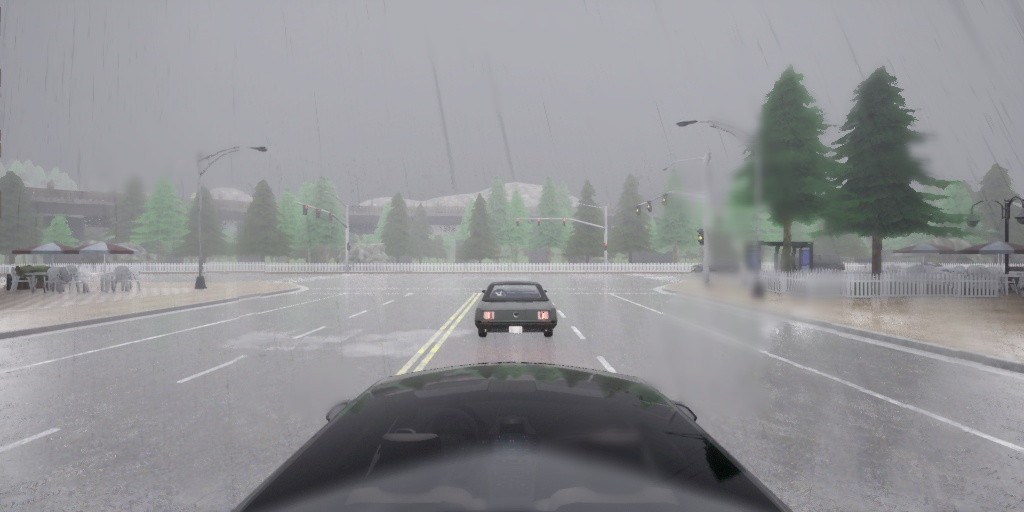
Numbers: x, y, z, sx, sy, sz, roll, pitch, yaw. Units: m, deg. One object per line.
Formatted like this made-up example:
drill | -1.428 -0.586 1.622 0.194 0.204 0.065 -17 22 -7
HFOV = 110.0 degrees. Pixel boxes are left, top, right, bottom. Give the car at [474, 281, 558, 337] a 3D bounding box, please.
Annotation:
car | 0.074 1.351 10.216 1.895 1.301 4.718 0 0 0

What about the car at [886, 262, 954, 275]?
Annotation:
car | 41.808 1.295 36.746 4.718 1.301 1.895 0 0 10

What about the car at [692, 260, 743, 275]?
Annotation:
car | 21.489 1.186 37.649 4.902 1.511 2.128 0 0 0

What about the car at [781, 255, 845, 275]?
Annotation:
car | 31.523 0.916 37.585 5.566 2.045 2.150 0 0 1
